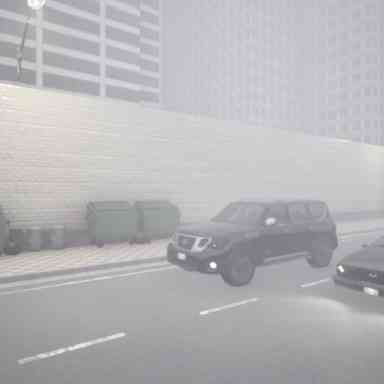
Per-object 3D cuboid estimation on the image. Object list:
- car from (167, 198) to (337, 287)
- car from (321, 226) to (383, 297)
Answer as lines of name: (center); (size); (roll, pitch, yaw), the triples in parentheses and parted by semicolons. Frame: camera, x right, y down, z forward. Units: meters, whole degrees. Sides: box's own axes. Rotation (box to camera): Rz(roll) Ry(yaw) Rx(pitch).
car: (1.999, 1.223, 9.715); (5.566, 2.045, 2.150); (0, 0, -36)
car: (5.658, 1.547, 8.036); (5.357, 1.411, 2.033); (0, 0, -36)
